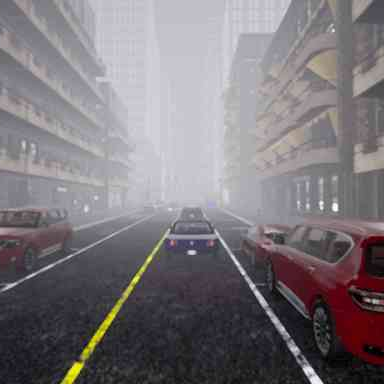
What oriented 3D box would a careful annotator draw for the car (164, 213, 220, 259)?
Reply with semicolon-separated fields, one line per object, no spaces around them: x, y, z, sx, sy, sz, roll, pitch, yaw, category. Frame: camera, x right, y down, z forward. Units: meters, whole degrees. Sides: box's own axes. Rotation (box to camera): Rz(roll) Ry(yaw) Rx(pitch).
0.016;1.743;13.258;1.895;1.301;4.718;0;-1;0;car

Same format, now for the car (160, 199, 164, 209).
-5.654;2.110;50.133;1.802;1.307;4.206;1;-1;0;car

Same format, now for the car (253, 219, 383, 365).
2.707;1.379;5.870;2.192;1.841;5.009;1;-1;0;car

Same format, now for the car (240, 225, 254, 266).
2.701;1.705;11.407;1.802;1.307;4.206;1;-1;0;car

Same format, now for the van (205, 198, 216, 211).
2.698;1.870;50.190;1.690;1.788;3.998;1;-1;0;van

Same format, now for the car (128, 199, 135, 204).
-16.508;2.377;83.857;4.097;1.590;1.967;0;-2;0;car

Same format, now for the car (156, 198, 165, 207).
-5.655;2.151;55.673;1.947;1.339;4.313;1;-1;0;car

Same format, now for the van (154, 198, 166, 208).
-5.821;1.984;61.216;1.690;1.788;3.998;1;-1;0;van

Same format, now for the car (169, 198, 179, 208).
-3.061;2.227;59.563;1.895;1.301;4.718;0;-1;0;car

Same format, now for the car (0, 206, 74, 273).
-5.675;1.437;11.356;2.192;1.841;5.009;1;-1;0;car

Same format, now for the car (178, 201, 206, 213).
0.021;1.787;29.233;1.882;1.535;5.008;0;0;0;car

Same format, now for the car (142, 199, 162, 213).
-5.652;2.021;44.593;2.008;1.369;4.403;1;-1;0;car
